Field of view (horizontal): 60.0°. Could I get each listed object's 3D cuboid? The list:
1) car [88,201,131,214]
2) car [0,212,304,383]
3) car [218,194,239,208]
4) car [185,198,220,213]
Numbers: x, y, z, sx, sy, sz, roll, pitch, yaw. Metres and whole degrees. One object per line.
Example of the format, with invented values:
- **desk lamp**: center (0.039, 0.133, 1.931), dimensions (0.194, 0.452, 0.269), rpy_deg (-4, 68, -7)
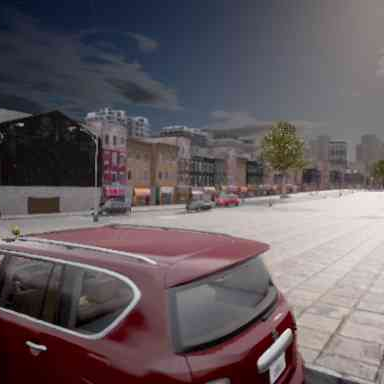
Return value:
- **car**: center (-8.503, 1.730, 34.682), dimensions (1.837, 1.490, 4.892), rpy_deg (2, 1, 35)
- **car**: center (-1.342, 1.320, 3.732), dimensions (5.009, 1.841, 2.192), rpy_deg (0, 2, 36)
- **car**: center (5.702, 1.426, 54.468), dimensions (2.150, 2.045, 5.566), rpy_deg (2, 1, 36)
- **car**: center (1.103, 1.836, 43.095), dimensions (2.128, 1.511, 4.902), rpy_deg (2, 1, 35)
